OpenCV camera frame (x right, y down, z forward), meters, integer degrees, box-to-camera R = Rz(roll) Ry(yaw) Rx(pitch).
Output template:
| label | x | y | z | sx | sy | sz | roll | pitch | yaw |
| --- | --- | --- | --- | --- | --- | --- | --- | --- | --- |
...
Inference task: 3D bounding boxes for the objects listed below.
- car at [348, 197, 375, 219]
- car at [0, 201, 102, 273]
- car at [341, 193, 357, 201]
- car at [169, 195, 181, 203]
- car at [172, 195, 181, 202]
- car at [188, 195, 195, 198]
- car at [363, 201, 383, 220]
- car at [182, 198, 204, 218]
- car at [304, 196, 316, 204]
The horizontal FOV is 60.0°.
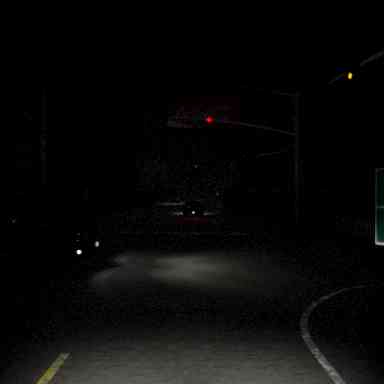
| label | x | y | z | sx | sy | sz | roll | pitch | yaw |
| --- | --- | --- | --- | --- | --- | --- | --- | --- | --- |
| car | 14.311 | 1.504 | 24.998 | 3.866 | 1.878 | 1.905 | 0 | 0 | 0 |
| car | -5.768 | 1.307 | 10.499 | 5.566 | 2.045 | 2.150 | 0 | 0 | 0 |
| car | 34.741 | 1.489 | 71.903 | 2.007 | 1.523 | 4.514 | 0 | 0 | 0 |
| car | -3.612 | 1.352 | 68.598 | 2.097 | 1.767 | 4.553 | 0 | 0 | 0 |
| car | -3.619 | 1.540 | 78.920 | 2.033 | 1.411 | 5.357 | 0 | 0 | 0 |
| car | -0.130 | 1.552 | 86.342 | 1.994 | 1.385 | 4.181 | 0 | 0 | 0 |
| car | 18.625 | 1.672 | 30.678 | 4.611 | 1.667 | 2.242 | 0 | 0 | 0 |
| car | 0.108 | 1.591 | 31.732 | 1.837 | 1.490 | 4.892 | 2 | -1 | -1 |
| car | 22.355 | 1.552 | 64.083 | 1.970 | 1.475 | 3.806 | 0 | 0 | 0 |
